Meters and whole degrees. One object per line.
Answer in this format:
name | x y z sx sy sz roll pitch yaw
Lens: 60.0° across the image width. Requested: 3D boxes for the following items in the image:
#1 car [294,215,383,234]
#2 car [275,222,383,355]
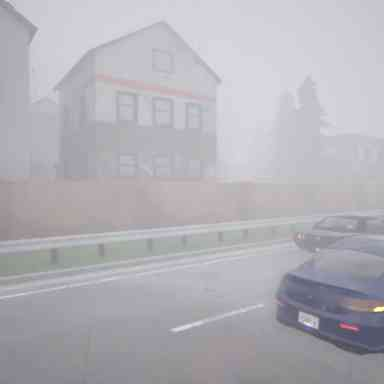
car | 5.730 1.460 11.509 4.718 1.301 1.895 -1 1 -35
car | 3.380 1.453 5.592 4.674 1.442 1.812 -1 1 -35
